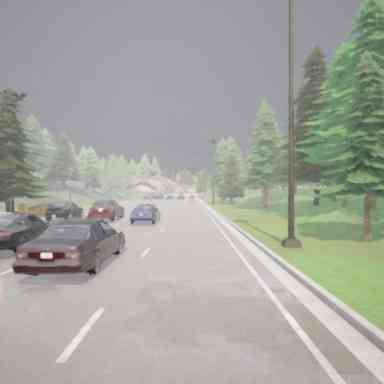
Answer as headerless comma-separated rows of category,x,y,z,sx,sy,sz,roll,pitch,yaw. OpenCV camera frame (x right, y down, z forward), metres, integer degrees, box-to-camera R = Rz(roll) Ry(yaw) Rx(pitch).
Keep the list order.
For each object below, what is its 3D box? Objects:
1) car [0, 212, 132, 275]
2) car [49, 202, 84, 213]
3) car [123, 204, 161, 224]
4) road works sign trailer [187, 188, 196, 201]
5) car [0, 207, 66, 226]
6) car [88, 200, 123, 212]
car,-3.479,1.572,10.475,2.033,1.411,5.357,0,0,0
car,-10.470,1.570,27.625,1.837,1.490,4.892,0,0,0
car,-3.490,1.606,25.425,2.033,1.411,5.357,0,0,0
road works sign trailer,-0.028,0.666,87.716,2.380,3.560,2.880,0,0,0
car,-6.952,1.556,13.253,1.812,1.442,4.674,0,0,0
car,-6.970,1.415,27.518,2.097,1.767,4.553,0,0,0
